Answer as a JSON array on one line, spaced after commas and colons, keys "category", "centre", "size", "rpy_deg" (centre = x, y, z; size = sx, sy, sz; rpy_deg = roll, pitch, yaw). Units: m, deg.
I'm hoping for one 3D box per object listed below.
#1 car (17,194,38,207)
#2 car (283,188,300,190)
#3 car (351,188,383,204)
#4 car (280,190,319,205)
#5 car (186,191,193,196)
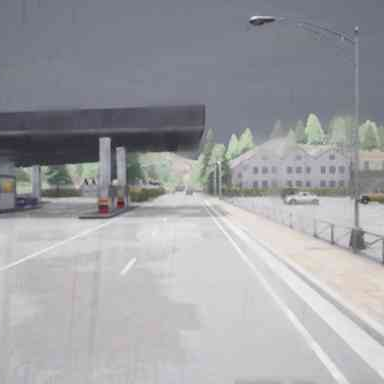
[{"category": "car", "centre": [-21.036, 1.042, 41.467], "size": [2.242, 1.667, 4.611], "rpy_deg": [0, 1, -1]}, {"category": "car", "centre": [12.965, 0.437, 41.376], "size": [3.866, 1.878, 1.905], "rpy_deg": [0, 1, -1]}, {"category": "car", "centre": [20.877, 0.453, 38.196], "size": [4.605, 1.855, 1.932], "rpy_deg": [0, 1, -1]}, {"category": "car", "centre": [12.401, 0.769, 38.047], "size": [3.806, 1.475, 1.970], "rpy_deg": [0, 1, -1]}, {"category": "car", "centre": [-0.719, 0.269, 94.816], "size": [1.994, 1.385, 4.181], "rpy_deg": [0, 1, 0]}]
